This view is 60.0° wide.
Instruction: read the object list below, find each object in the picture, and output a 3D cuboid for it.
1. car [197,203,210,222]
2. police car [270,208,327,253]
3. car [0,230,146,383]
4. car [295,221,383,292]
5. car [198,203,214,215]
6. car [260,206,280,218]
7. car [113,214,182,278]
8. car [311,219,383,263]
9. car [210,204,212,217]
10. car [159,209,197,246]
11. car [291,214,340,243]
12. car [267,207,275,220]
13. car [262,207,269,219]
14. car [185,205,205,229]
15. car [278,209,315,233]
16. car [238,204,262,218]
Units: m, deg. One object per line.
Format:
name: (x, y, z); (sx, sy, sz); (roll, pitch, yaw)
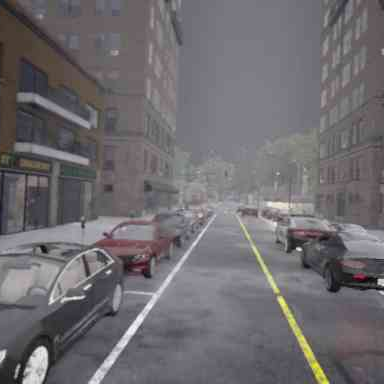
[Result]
car: (0.094, 1.761, 26.856); (1.967, 1.590, 4.097); (3, -1, 6)
police car: (5.123, 1.839, 15.618); (1.930, 1.638, 5.238); (3, -1, 6)
car: (-2.283, 1.505, 4.911); (2.008, 1.369, 4.403); (3, -1, 6)
car: (4.462, 1.840, 9.544); (1.812, 1.442, 4.674); (3, -1, 6)
car: (1.867, 2.186, 43.313); (1.802, 1.307, 4.206); (2, -1, 6)
car: (9.839, 2.521, 42.447); (1.947, 1.339, 4.313); (2, -1, 6)
car: (-1.689, 1.589, 10.397); (1.887, 1.381, 4.507); (3, -1, 6)
car: (6.873, 2.069, 15.019); (1.802, 1.307, 4.206); (3, -1, 6)
car: (0.665, 1.938, 32.172); (1.752, 1.417, 4.829); (2, -1, 6)
car: (-1.097, 1.702, 15.883); (1.947, 1.339, 4.313); (3, -1, 6)
car: (7.466, 2.160, 20.504); (1.802, 1.307, 4.206); (3, -1, 6)
car: (8.653, 2.311, 31.476); (1.887, 1.381, 4.507); (2, -1, 6)
car: (9.245, 2.443, 36.961); (1.802, 1.307, 4.206); (2, -1, 6)
car: (-0.503, 1.778, 21.368); (2.008, 1.369, 4.403); (3, -1, 6)
car: (8.079, 2.200, 26.160); (1.752, 1.417, 4.829); (2, -1, 6)
car: (7.096, 2.292, 41.058); (1.882, 1.535, 5.008); (3, -1, 7)
